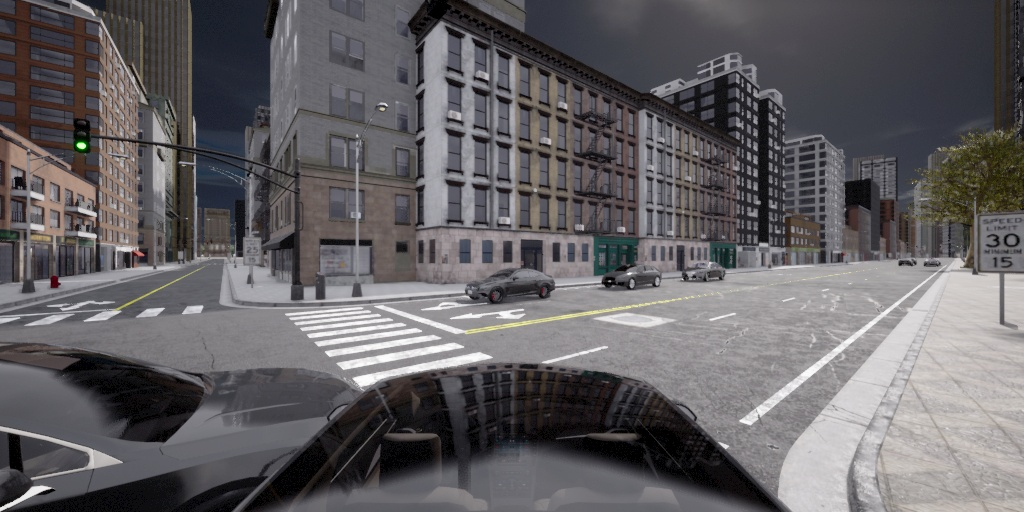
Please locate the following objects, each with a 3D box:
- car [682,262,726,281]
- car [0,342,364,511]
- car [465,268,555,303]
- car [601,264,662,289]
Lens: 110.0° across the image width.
[{"bbox_3d":[15.773,1.236,29.423,4.902,1.511,2.128,0,0,-39],"label":"car"},{"bbox_3d":[-3.216,1.257,1.828,4.892,1.490,1.837,0,0,-34],"label":"car"},{"bbox_3d":[0.024,1.287,16.787,4.674,1.442,1.812,0,0,-39],"label":"car"},{"bbox_3d":[7.739,1.258,22.983,4.892,1.490,1.837,0,0,-39],"label":"car"}]
